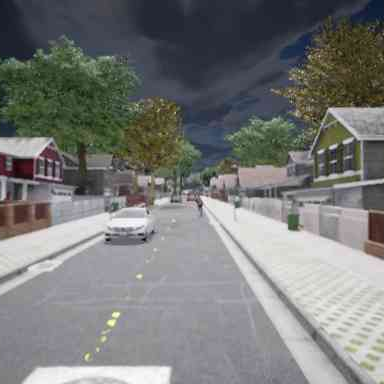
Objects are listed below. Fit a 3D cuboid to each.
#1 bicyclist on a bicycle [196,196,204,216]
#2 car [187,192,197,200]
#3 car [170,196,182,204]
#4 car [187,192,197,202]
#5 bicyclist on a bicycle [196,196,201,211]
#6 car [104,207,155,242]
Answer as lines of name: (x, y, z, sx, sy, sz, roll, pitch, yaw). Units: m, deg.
bicyclist on a bicycle: (0.754, 1.324, 29.193, 0.582, 1.620, 1.656, 0, 0, 0)
car: (-0.011, 0.929, 80.618, 2.150, 2.045, 5.566, 0, 0, 0)
car: (-2.805, 1.329, 58.481, 1.994, 1.385, 4.181, 0, 0, 1)
car: (-0.009, 1.288, 69.514, 1.994, 1.385, 4.181, 0, 0, 0)
bicyclist on a bicycle: (0.753, 1.287, 38.207, 0.582, 1.620, 1.656, 0, 0, 0)
car: (-2.853, 1.458, 16.098, 1.812, 1.442, 4.674, 0, 0, 0)
